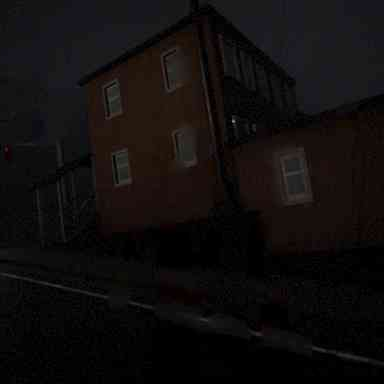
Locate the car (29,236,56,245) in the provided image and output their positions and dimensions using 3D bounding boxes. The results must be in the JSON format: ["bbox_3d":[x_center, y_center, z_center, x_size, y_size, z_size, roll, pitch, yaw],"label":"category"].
[{"bbox_3d":[-12.204,4.704,29.581,2.128,1.511,4.902,-13,-12,35],"label":"car"}]
